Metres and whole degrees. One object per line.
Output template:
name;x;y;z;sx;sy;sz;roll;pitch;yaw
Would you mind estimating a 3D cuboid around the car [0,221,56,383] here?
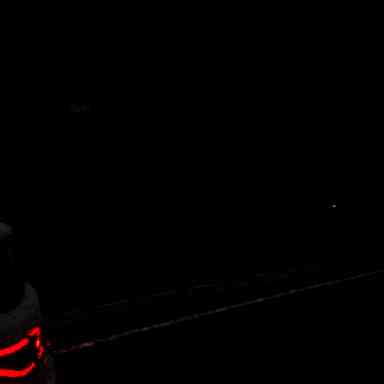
car;-3.578;1.215;1.413;5.566;2.045;2.150;0;0;-35
